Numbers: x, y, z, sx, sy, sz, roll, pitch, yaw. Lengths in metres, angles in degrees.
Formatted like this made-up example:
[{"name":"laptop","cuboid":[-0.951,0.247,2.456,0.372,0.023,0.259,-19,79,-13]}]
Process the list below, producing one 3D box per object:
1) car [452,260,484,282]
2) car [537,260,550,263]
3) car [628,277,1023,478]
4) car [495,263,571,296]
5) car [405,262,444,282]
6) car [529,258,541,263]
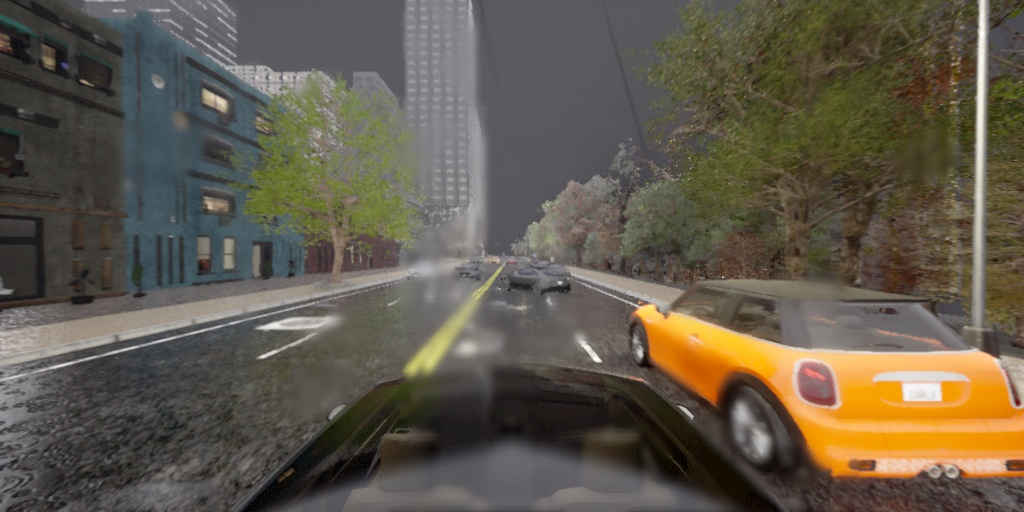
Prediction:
[{"name":"car","cuboid":[-3.351,1.203,27.676,1.994,1.385,4.181,0,0,0]},{"name":"car","cuboid":[3.236,1.207,26.998,1.994,1.385,4.181,0,0,0]},{"name":"car","cuboid":[3.247,1.089,4.966,2.097,1.767,4.553,0,0,0]},{"name":"car","cuboid":[1.102,1.242,18.823,1.994,1.385,4.181,0,0,-37]},{"name":"car","cuboid":[-6.604,1.165,27.453,1.812,1.442,4.674,0,0,0]},{"name":"car","cuboid":[3.230,1.144,37.998,2.033,1.411,5.357,0,0,0]}]
